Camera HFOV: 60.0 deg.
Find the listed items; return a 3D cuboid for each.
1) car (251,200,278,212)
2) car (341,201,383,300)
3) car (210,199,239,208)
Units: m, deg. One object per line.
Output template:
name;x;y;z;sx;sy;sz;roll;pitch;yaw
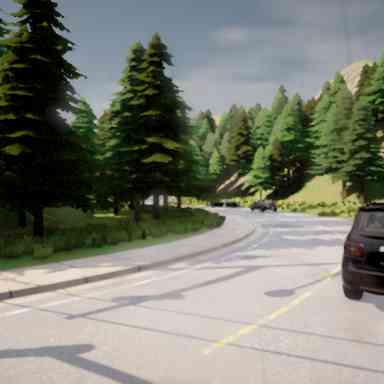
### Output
car;8.599;1.636;39.800;1.812;1.442;4.674;0;0;-13
car;5.056;1.233;7.783;2.150;2.045;5.566;0;0;35
car;4.697;1.733;49.356;1.895;1.301;4.718;0;0;-33
